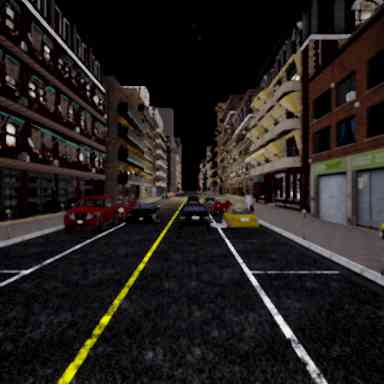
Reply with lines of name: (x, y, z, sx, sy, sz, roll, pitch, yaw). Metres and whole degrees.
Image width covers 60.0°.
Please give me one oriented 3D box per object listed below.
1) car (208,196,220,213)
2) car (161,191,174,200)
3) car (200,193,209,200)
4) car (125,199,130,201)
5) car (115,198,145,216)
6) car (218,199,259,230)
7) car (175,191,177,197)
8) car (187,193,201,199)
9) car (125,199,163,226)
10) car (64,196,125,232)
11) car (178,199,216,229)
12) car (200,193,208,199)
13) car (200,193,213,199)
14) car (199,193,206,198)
car: (2.754, 1.305, 30.548, 1.887, 1.381, 4.507, 0, 0, 0)
car: (-5.542, 0.996, 70.021, 2.008, 1.369, 4.403, 0, 0, 0)
car: (2.852, 0.925, 75.805, 1.752, 1.417, 4.829, 0, 0, 0)
car: (-5.638, 1.243, 24.932, 1.967, 1.590, 4.097, 0, 0, 0)
car: (-5.626, 1.303, 30.570, 1.887, 1.381, 4.507, 0, 0, 0)
car: (2.730, 1.373, 19.445, 1.752, 1.417, 4.829, 0, 0, 0)
car: (-5.506, 0.854, 86.930, 1.887, 1.381, 4.507, 0, 0, 0)
car: (0.215, 0.915, 55.337, 2.097, 1.767, 4.553, 0, 0, 0)
car: (-3.030, 1.392, 21.824, 1.994, 1.385, 4.181, 0, 0, 0)
car: (-5.649, 1.162, 19.296, 2.192, 1.841, 5.009, 0, 0, 0)
car: (0.141, 1.389, 20.128, 2.033, 1.411, 5.357, 0, 0, 0)
car: (2.863, 0.922, 81.272, 1.947, 1.339, 4.313, 0, 0, 0)
car: (2.803, 1.133, 53.091, 2.008, 1.369, 4.403, 0, 0, 0)
car: (2.887, 0.848, 92.544, 1.802, 1.307, 4.206, 0, 0, 0)
